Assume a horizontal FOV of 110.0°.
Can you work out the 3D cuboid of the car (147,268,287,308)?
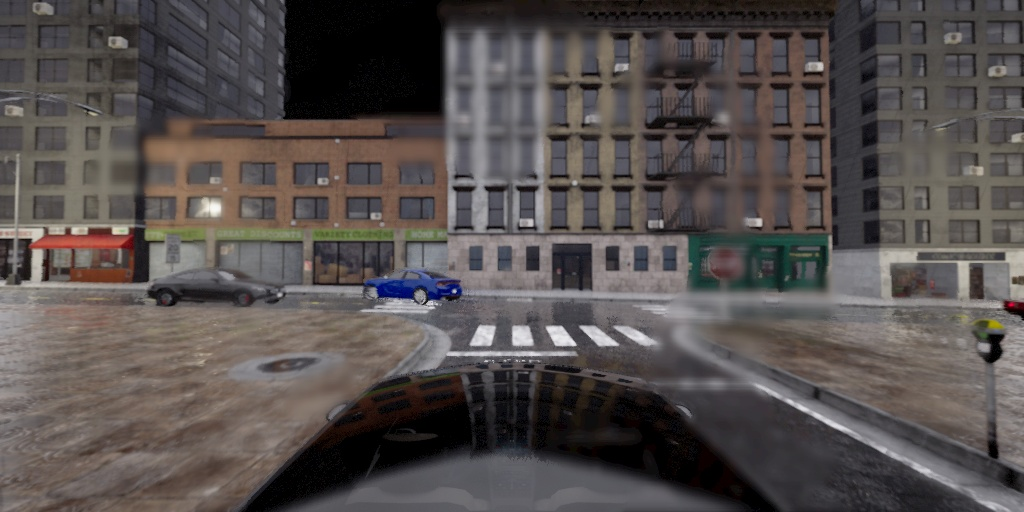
[{"bbox_3d":[-11.442,1.222,14.061,4.674,1.442,1.812,1,-1,-1],"label":"car"}]

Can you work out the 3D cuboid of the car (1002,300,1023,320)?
[{"bbox_3d":[22.530,2.054,13.871,4.718,1.301,1.895,2,-1,0],"label":"car"}]

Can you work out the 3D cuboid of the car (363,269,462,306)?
[{"bbox_3d":[-4.688,1.357,16.645,5.008,1.535,1.882,0,-3,28],"label":"car"}]
